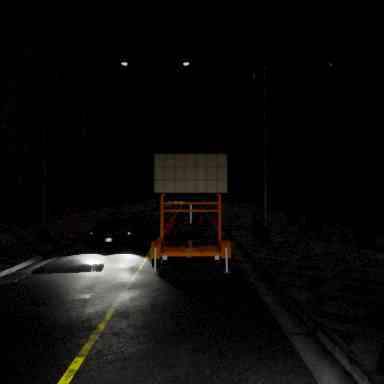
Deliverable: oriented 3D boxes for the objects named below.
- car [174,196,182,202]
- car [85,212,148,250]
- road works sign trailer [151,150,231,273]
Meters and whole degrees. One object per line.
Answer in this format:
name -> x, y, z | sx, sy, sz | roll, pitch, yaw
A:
car -> -3.297, 1.700, 80.645 | 2.033, 1.411, 5.357 | 0, 0, 0
car -> -3.050, 1.568, 14.190 | 1.994, 1.385, 4.181 | 0, 0, 0
road works sign trailer -> -0.036, 0.467, 10.651 | 2.380, 3.560, 2.880 | 0, 0, 0
